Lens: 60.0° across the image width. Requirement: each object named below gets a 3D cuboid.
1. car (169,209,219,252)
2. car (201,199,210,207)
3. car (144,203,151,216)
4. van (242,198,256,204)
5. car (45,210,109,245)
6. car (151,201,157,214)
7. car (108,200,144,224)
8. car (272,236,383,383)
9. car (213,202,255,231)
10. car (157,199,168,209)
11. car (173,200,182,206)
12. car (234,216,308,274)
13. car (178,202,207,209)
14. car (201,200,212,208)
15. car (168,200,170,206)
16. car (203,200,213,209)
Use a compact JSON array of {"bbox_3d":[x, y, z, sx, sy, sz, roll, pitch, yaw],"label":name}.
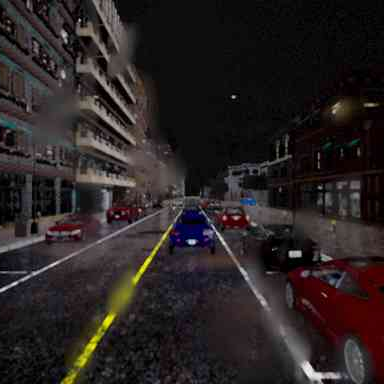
[{"bbox_3d":[0.005,1.667,14.398,1.812,1.442,4.674,0,0,0],"label":"car"},{"bbox_3d":[2.690,2.233,67.863,1.752,1.417,4.829,0,-1,0],"label":"car"},{"bbox_3d":[-5.693,1.774,33.520,1.967,1.590,4.097,0,-1,0],"label":"car"},{"bbox_3d":[14.665,2.302,84.155,3.998,1.788,1.690,0,0,0],"label":"van"},{"bbox_3d":[-5.693,1.743,16.429,1.802,1.307,4.206,0,-1,0],"label":"car"},{"bbox_3d":[-5.692,1.944,39.216,2.008,1.369,4.403,0,-1,0],"label":"car"},{"bbox_3d":[-5.694,1.591,27.825,2.192,1.841,5.009,0,-1,0],"label":"car"},{"bbox_3d":[2.687,1.631,5.033,1.802,1.307,4.206,0,-1,0],"label":"car"},{"bbox_3d":[2.686,1.658,22.123,1.967,1.590,4.097,0,-1,0],"label":"car"},{"bbox_3d":[-5.691,2.144,56.305,1.947,1.339,4.313,0,-1,0],"label":"car"},{"bbox_3d":[-2.995,2.323,69.716,1.895,1.301,4.718,0,-1,0],"label":"car"},{"bbox_3d":[2.687,1.670,10.729,1.947,1.339,4.313,0,-1,0],"label":"car"},{"bbox_3d":[0.004,1.855,29.307,1.994,1.385,4.181,0,-1,0],"label":"car"},{"bbox_3d":[2.690,2.186,61.995,1.887,1.381,4.507,0,-1,0],"label":"car"},{"bbox_3d":[-5.690,2.294,73.224,1.752,1.417,4.829,0,-1,0],"label":"car"},{"bbox_3d":[2.689,1.944,39.211,2.008,1.369,4.403,0,-1,0],"label":"car"}]
